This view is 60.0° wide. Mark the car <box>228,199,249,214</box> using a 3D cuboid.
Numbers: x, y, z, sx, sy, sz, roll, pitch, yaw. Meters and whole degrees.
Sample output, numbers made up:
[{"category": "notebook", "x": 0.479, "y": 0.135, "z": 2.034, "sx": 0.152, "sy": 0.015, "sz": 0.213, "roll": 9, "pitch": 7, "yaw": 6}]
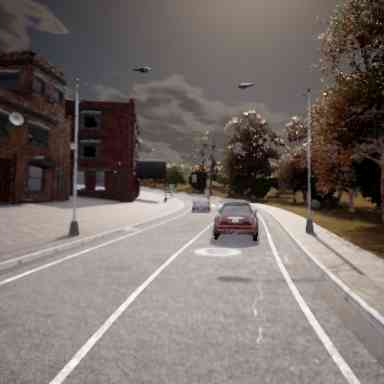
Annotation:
[{"category": "car", "x": 4.790, "y": 1.424, "z": 34.835, "sx": 1.895, "sy": 1.301, "sz": 4.718, "roll": 0, "pitch": 1, "yaw": 5}]

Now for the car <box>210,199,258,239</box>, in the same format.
[{"category": "car", "x": 2.322, "y": 1.317, "z": 17.241, "sx": 2.097, "sy": 1.767, "sz": 4.553, "roll": 0, "pitch": 0, "yaw": 9}]

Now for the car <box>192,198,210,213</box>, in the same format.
[{"category": "car", "x": 1.041, "y": 1.334, "z": 34.951, "sx": 1.812, "sy": 1.442, "sz": 4.674, "roll": 0, "pitch": 1, "yaw": 5}]
